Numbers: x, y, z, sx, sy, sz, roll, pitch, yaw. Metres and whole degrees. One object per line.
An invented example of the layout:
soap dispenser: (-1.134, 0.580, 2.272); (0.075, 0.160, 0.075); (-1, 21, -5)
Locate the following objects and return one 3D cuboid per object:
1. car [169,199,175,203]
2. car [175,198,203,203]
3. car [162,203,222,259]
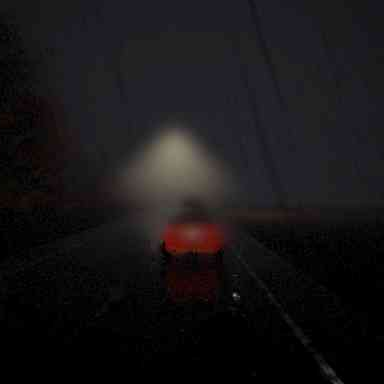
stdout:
car: (-3.524, 2.213, 65.705); (1.812, 1.442, 4.674); (0, 0, 0)
car: (0.006, 1.513, 27.528); (2.150, 2.045, 5.566); (0, 0, 0)
car: (0.021, 1.492, 13.415); (2.097, 1.767, 4.553); (0, -1, 0)
